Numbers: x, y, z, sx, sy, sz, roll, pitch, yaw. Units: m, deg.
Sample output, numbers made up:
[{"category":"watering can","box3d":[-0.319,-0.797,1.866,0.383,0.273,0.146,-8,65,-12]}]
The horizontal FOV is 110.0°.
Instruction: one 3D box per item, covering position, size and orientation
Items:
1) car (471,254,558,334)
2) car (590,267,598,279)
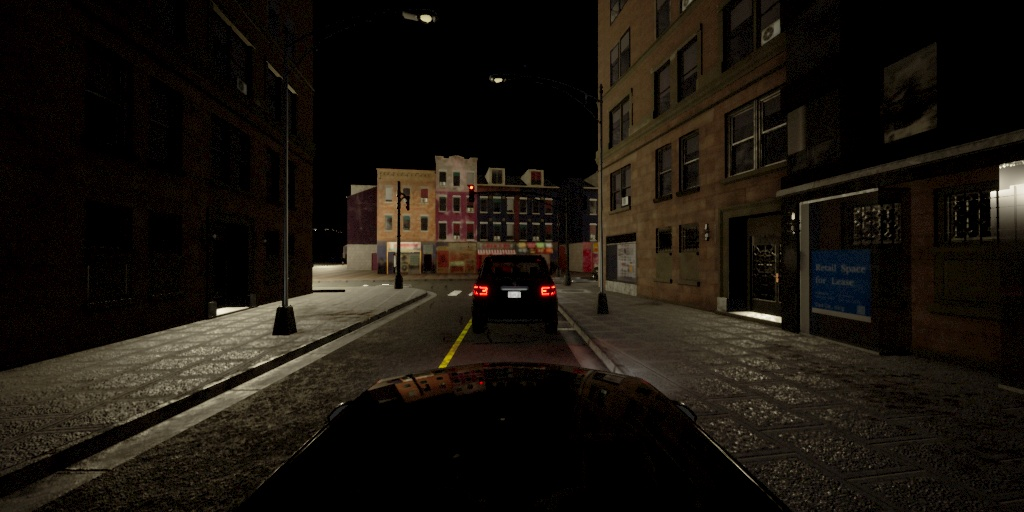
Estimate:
[{"category":"car","box3d":[0.095,0.972,10.829,2.150,2.045,5.566,0,0,1]},{"category":"car","box3d":[8.880,1.089,29.837,4.553,1.767,2.097,0,0,-10]}]
